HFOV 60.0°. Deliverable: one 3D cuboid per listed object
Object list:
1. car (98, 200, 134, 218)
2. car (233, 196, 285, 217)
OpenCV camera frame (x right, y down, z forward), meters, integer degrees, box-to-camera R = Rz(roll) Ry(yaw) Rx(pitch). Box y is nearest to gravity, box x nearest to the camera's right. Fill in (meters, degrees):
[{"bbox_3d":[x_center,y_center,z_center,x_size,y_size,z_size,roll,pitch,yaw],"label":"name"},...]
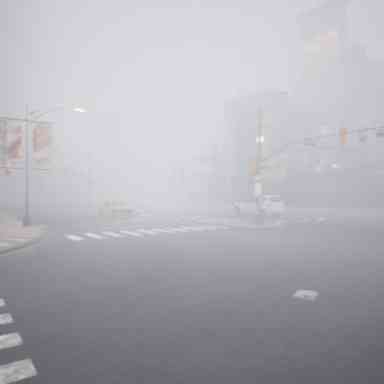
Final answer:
[{"bbox_3d":[-7.081,1.516,30.852,1.882,1.535,5.008,0,0,-36],"label":"car"},{"bbox_3d":[6.290,1.357,31.922,2.150,2.045,5.566,0,0,-34],"label":"car"}]
